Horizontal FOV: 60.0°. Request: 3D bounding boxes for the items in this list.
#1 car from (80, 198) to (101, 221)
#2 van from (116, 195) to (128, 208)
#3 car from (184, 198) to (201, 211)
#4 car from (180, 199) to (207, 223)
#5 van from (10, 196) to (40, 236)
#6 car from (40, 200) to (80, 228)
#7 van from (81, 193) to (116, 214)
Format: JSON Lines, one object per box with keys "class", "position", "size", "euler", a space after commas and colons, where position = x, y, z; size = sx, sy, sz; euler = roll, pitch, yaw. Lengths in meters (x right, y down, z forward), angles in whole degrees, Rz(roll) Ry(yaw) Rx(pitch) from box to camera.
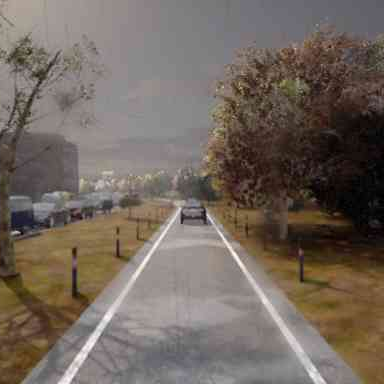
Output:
{"class": "car", "position": [-9.074, 1.410, 26.321], "size": [2.163, 1.488, 4.792], "euler": [0, -1, -2]}
{"class": "van", "position": [-9.247, 1.140, 42.784], "size": [1.878, 1.987, 4.442], "euler": [0, -1, -2]}
{"class": "car", "position": [-0.005, 1.502, 41.374], "size": [1.994, 1.385, 4.181], "euler": [0, 0, -1]}
{"class": "car", "position": [0.104, 1.447, 25.044], "size": [2.128, 1.511, 4.902], "euler": [0, 0, 0]}
{"class": "van", "position": [-9.069, 1.184, 15.125], "size": [1.878, 1.987, 4.442], "euler": [0, 0, 2]}
{"class": "car", "position": [-9.069, 1.384, 20.810], "size": [2.231, 1.521, 4.892], "euler": [0, -1, -2]}
{"class": "van", "position": [-9.083, 1.150, 32.834], "size": [1.878, 1.987, 4.442], "euler": [0, -1, -2]}
